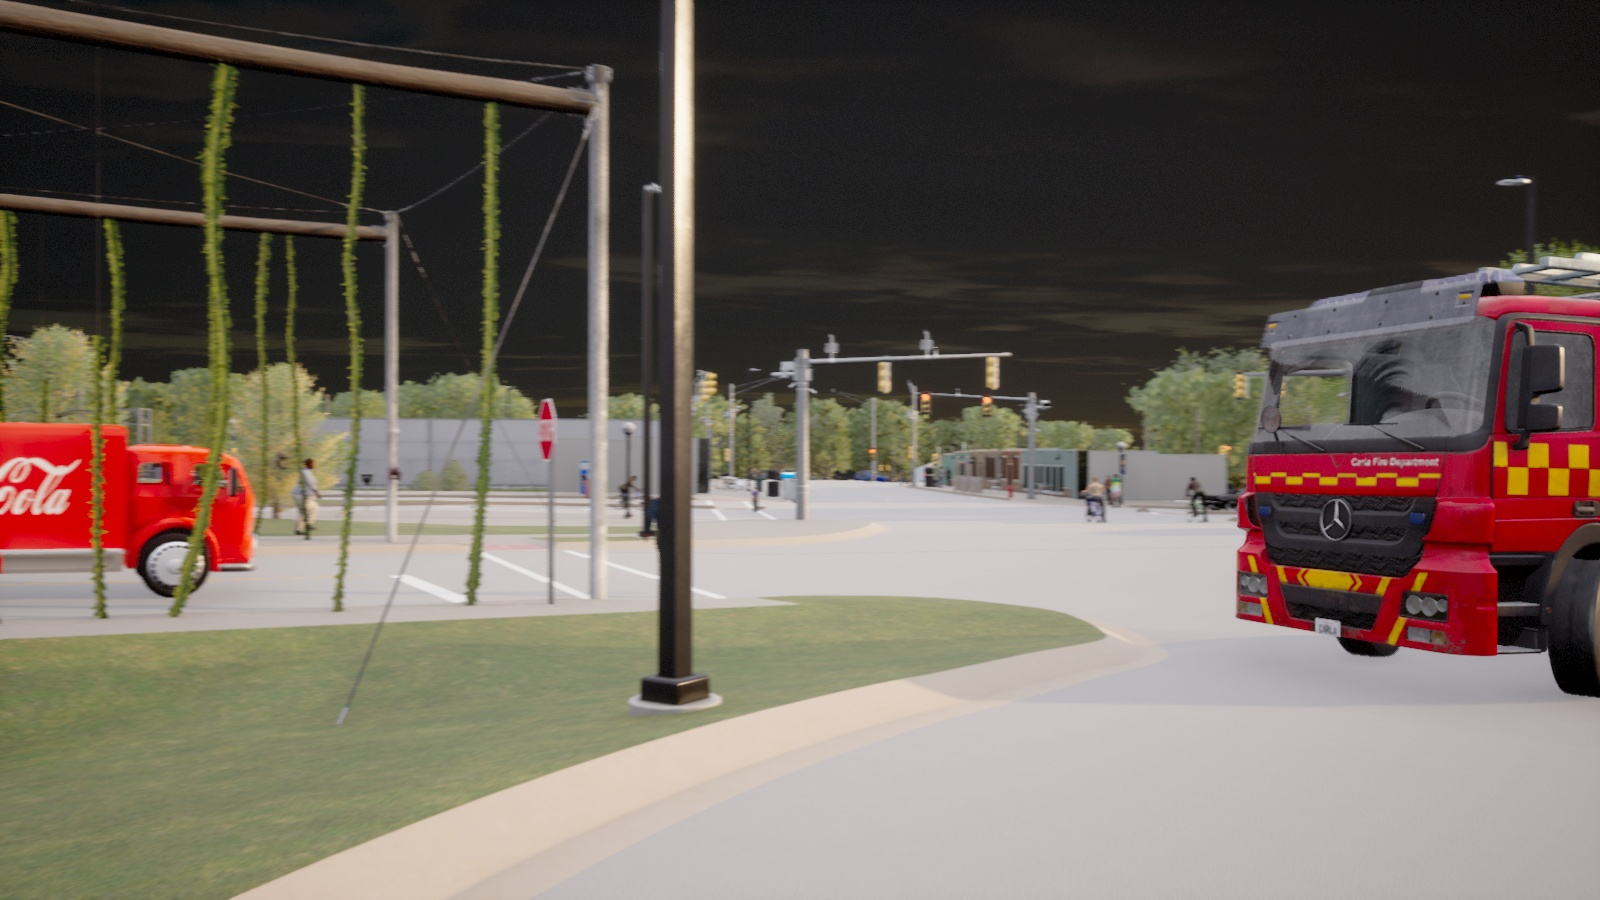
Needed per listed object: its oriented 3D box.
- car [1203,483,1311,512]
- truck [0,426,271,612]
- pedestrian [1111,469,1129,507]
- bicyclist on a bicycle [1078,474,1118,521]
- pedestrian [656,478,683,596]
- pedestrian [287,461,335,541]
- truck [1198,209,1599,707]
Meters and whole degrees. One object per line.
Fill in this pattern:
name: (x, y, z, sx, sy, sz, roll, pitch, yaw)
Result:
car: (22.813, 2.361, 62.784, 4.718, 1.301, 1.895, 2, -1, -10)
truck: (-10.668, 0.936, 18.155, 5.204, 2.467, 2.627, 1, -1, -31)
pedestrian: (16.478, 1.955, 64.687, 0.659, 1.952, 0.873, 0, 0, -1)
bicyclist on a bicycle: (10.419, 1.664, 43.949, 0.866, 1.612, 1.509, 0, -2, -6)
pedestrian: (-2.071, 1.364, 19.952, 0.370, 1.835, 0.726, 0, 0, -3)
pedestrian: (-11.595, 1.190, 29.766, 0.900, 1.855, 0.874, 0, 0, -31)
truck: (8.409, 0.156, 12.441, 8.468, 3.827, 2.891, 1, -1, -20)
